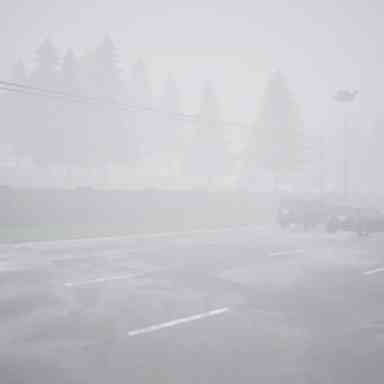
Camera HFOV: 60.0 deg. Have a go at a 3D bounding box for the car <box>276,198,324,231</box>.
[{"bbox_3d":[8.086,1.432,22.513,5.566,2.045,2.150,1,0,-35],"label":"car"}]

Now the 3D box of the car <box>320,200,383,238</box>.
[{"bbox_3d":[9.906,1.557,19.407,4.553,1.767,2.097,1,-1,-35],"label":"car"}]
